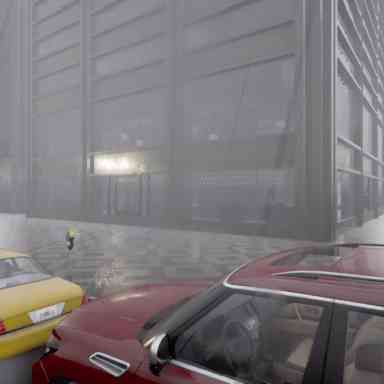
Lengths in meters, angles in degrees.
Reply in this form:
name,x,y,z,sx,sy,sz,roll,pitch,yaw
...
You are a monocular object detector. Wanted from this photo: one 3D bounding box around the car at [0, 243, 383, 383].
name,x,y,z,sx,sy,sz,roll,pitch,yaw
car,1.017,1.315,2.237,5.009,1.841,2.192,0,0,35
